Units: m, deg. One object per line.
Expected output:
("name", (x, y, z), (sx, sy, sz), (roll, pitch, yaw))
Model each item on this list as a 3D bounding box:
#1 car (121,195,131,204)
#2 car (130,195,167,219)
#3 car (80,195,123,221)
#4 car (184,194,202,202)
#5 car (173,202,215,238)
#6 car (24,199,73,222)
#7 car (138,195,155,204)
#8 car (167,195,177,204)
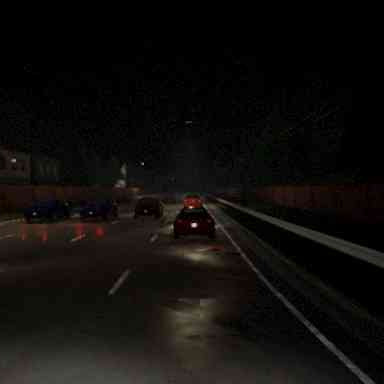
("car", (-10.502, 1.133, 51.323), (1.994, 1.385, 4.181), (0, 1, 0))
("car", (-3.403, 1.252, 26.848), (1.882, 1.535, 5.008), (0, 0, 0))
("car", (-6.902, 1.266, 25.145), (1.882, 1.535, 5.008), (0, 0, 0))
("car", (0.097, 1.021, 39.383), (2.097, 1.767, 4.553), (0, 0, 0))
("car", (0.099, 1.422, 16.810), (1.994, 1.385, 4.181), (0, 1, 0))
("car", (-10.401, 1.272, 24.441), (1.882, 1.535, 5.008), (0, 0, 0))
("car", (-7.002, 1.169, 51.388), (1.895, 1.301, 4.718), (0, 0, 0))
("car", (-3.501, 1.131, 51.540), (1.994, 1.385, 4.181), (0, 1, 0))
